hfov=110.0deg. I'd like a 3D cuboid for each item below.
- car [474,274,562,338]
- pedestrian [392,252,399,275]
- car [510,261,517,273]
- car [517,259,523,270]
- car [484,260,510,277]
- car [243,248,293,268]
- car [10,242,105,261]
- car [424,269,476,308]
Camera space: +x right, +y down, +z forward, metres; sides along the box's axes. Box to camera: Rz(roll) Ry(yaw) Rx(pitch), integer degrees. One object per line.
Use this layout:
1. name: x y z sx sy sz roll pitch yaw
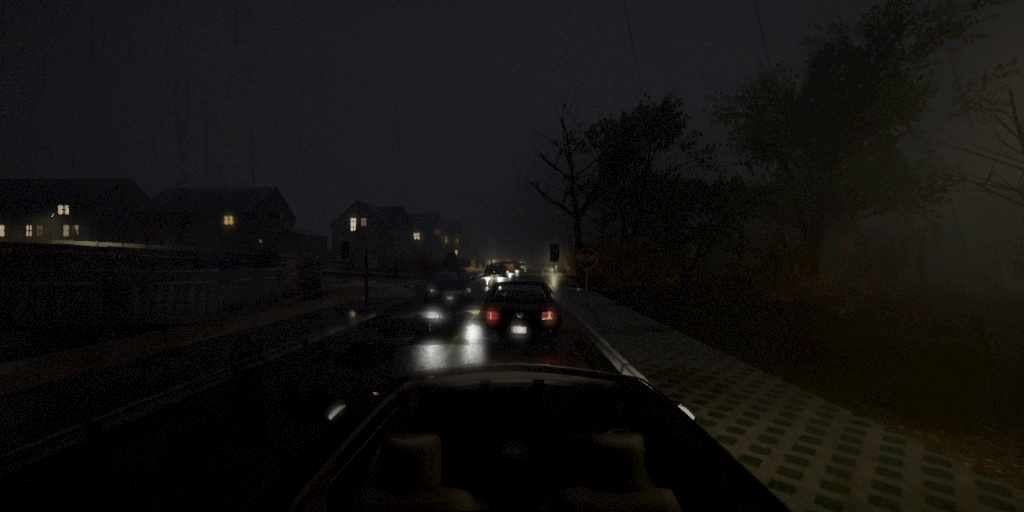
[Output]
1. car: 0.212 1.353 10.155 1.895 1.301 4.718 0 0 1
2. pedestrian: -9.182 0.539 28.252 0.375 1.860 0.375 0 -3 1
3. car: -0.801 1.318 46.290 1.882 1.535 5.008 0 0 6
4. car: 0.185 1.433 56.126 1.812 1.442 4.674 0 0 7
5. car: -1.614 1.358 36.197 1.994 1.385 4.181 0 0 3
6. car: -14.672 0.453 22.499 4.553 1.767 2.097 3 0 1
7. car: -28.524 -0.078 22.779 5.008 1.535 1.882 3 0 1
8. car: -2.576 1.289 15.588 1.812 1.442 4.674 1 0 -7
